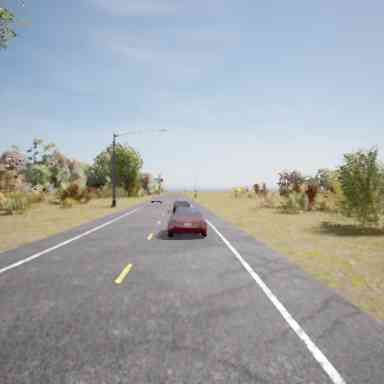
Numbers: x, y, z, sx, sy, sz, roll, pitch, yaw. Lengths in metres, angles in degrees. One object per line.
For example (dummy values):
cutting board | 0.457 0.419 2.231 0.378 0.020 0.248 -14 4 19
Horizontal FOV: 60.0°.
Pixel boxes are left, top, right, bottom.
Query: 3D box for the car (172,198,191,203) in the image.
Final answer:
car | -1.098 1.354 36.582 2.128 1.511 4.902 0 0 -3

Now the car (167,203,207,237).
car | -0.278 1.498 17.741 1.994 1.385 4.181 0 0 -2
